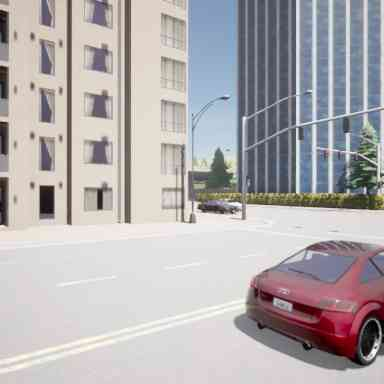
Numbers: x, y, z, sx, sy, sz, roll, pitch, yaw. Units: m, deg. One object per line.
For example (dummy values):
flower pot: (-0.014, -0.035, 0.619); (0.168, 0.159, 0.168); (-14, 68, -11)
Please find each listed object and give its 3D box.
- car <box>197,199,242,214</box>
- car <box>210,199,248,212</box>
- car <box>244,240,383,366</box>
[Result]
car: (2.679, 1.568, 35.628); (2.033, 1.411, 5.357); (0, 0, -35)
car: (4.282, 1.549, 39.491); (1.812, 1.442, 4.674); (0, 0, -35)
car: (2.932, 1.569, 5.871); (4.181, 1.385, 1.994); (0, 0, -35)
